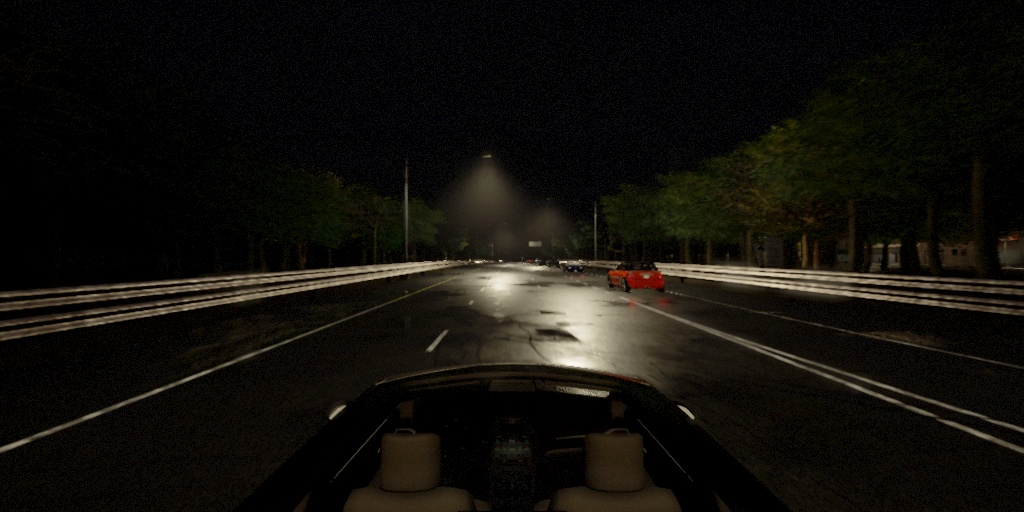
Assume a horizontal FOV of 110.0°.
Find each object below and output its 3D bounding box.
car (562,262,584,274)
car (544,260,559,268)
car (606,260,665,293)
[{"bbox_3d":[7.016,1.364,41.825,1.895,1.301,4.718,0,0,0],"label":"car"},{"bbox_3d":[7.085,1.382,62.164,1.837,1.490,4.892,0,-1,0],"label":"car"},{"bbox_3d":[7.005,1.100,20.823,2.097,1.767,4.553,0,0,0],"label":"car"}]
